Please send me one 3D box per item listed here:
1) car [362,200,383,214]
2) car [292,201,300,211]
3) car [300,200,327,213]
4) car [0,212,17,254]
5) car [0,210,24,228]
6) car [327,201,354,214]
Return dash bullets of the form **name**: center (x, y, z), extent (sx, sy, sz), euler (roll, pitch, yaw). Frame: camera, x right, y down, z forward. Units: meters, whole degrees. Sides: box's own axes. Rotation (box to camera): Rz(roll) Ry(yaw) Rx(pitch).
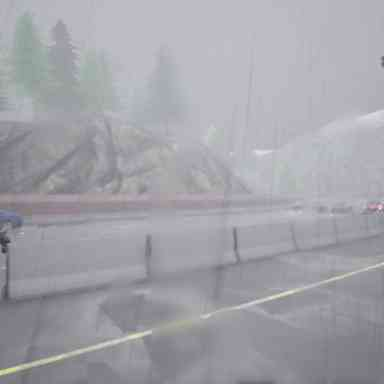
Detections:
- **car**: center (22.030, 1.776, 40.023), extent (2.097, 1.767, 4.553), euler (-1, -1, 38)
- **car**: center (16.672, 2.030, 50.315), extent (1.882, 1.535, 5.008), euler (-1, -1, 36)
- **car**: center (16.680, 1.977, 44.532), extent (2.128, 1.511, 4.902), euler (-1, -1, 38)
- **car**: center (-8.691, 1.621, 10.772), extent (5.008, 1.535, 1.882), euler (0, -1, -36)
- **car**: center (-13.155, 1.741, 20.468), extent (5.008, 1.535, 1.882), euler (0, -1, -36)
- **car**: center (18.938, 1.954, 41.735), extent (1.837, 1.490, 4.892), euler (-1, -1, 39)
